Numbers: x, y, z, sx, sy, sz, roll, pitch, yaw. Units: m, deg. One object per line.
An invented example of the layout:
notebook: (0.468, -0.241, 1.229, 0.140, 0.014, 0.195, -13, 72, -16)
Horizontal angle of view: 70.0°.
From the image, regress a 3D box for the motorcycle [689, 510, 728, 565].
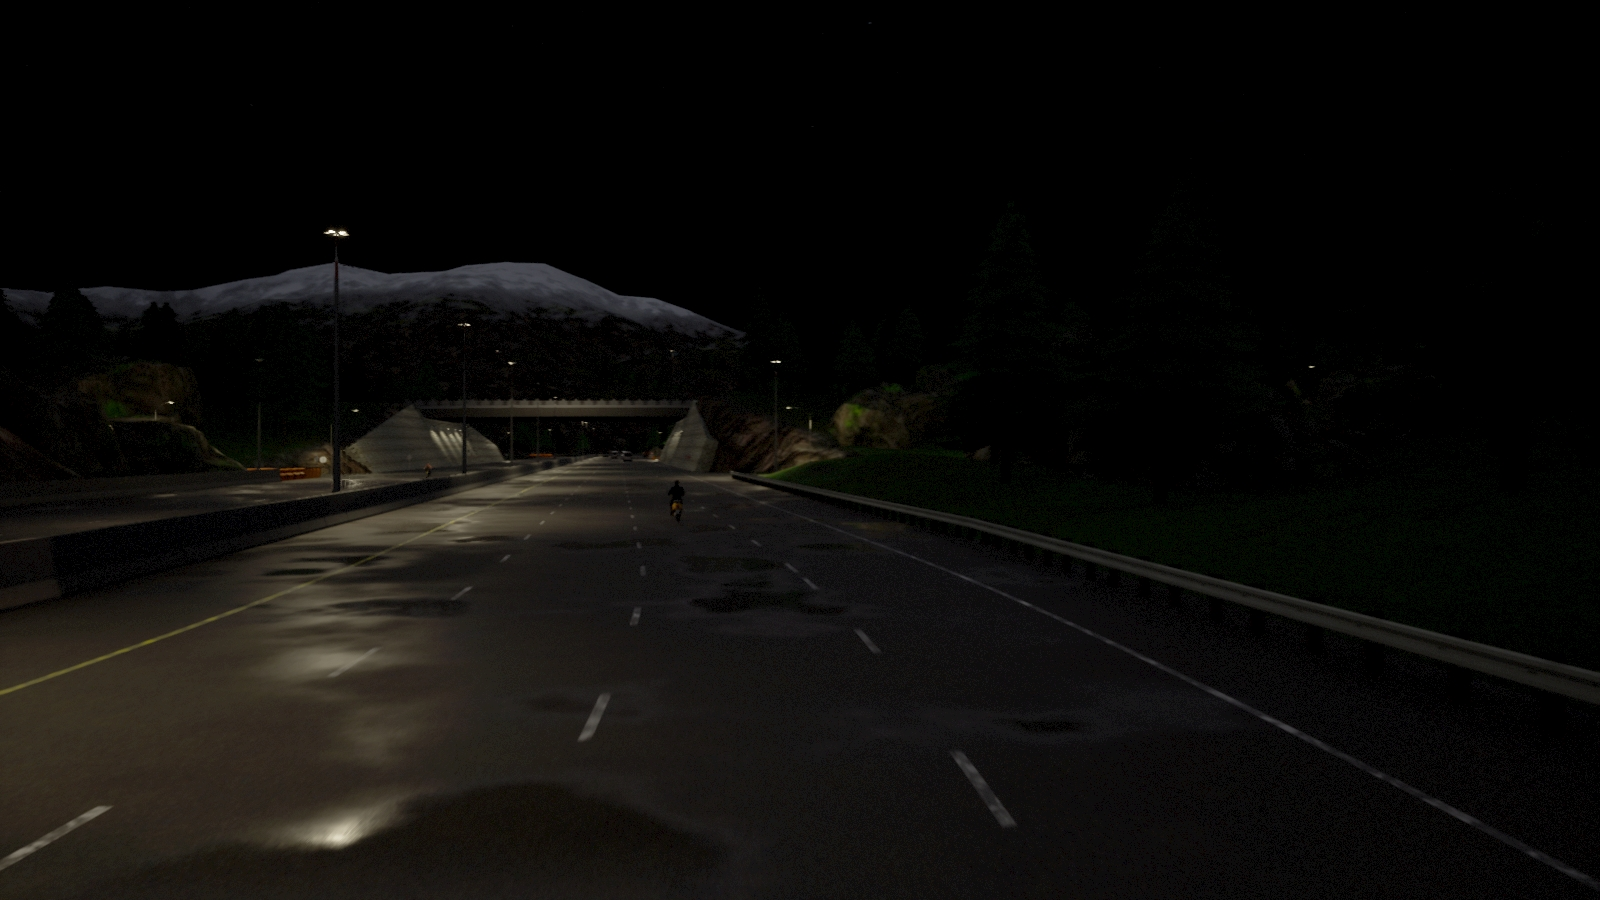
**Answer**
motorcycle: (-2.323, 2.186, 28.889, 0.856, 1.236, 1.805, 0, 0, -9)
